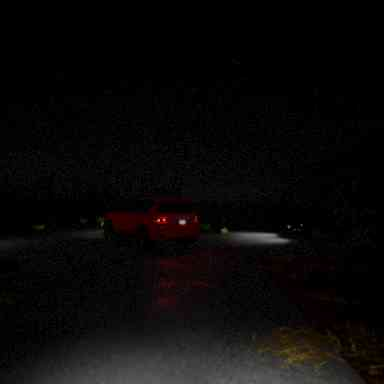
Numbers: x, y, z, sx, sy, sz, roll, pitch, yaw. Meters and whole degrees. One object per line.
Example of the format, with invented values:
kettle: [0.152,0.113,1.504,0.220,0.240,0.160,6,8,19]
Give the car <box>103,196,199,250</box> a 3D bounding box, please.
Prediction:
car: [-1.917,1.208,14.532,2.150,2.045,5.566,2,-1,-35]

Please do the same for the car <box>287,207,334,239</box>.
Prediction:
car: [7.218,1.489,16.565,4.892,1.490,1.837,0,0,-3]
